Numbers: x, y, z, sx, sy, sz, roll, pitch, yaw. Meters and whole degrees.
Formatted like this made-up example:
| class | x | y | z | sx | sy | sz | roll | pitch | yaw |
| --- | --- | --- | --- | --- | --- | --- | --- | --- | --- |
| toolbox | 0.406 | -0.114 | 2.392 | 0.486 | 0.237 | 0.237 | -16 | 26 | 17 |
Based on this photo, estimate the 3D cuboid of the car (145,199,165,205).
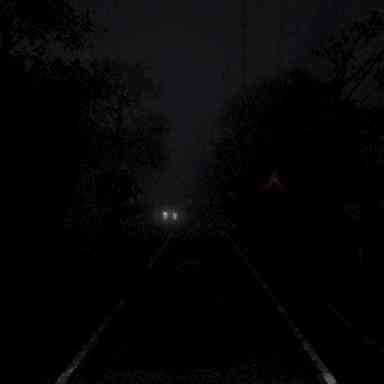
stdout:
| class | x | y | z | sx | sy | sz | roll | pitch | yaw |
| --- | --- | --- | --- | --- | --- | --- | --- | --- | --- |
| car | -9.550 | 2.558 | 86.747 | 5.008 | 1.535 | 2.097 | 0 | -2 | 0 |

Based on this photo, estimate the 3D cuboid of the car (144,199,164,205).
| class | x | y | z | sx | sy | sz | roll | pitch | yaw |
| --- | --- | --- | --- | --- | --- | --- | --- | --- | --- |
| car | -9.567 | 2.462 | 83.977 | 4.892 | 1.521 | 2.231 | 0 | -2 | 0 |

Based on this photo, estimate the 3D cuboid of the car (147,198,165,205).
| class | x | y | z | sx | sy | sz | roll | pitch | yaw |
| --- | --- | --- | --- | --- | --- | --- | --- | --- | --- |
| car | -9.557 | 2.539 | 89.527 | 4.553 | 1.767 | 2.185 | 0 | -2 | 0 |

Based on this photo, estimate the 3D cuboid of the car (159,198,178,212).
| class | x | y | z | sx | sy | sz | roll | pitch | yaw |
| --- | --- | --- | --- | --- | --- | --- | --- | --- | --- |
| car | -2.792 | 1.932 | 44.786 | 2.033 | 1.411 | 5.357 | 0 | 0 | 1 |

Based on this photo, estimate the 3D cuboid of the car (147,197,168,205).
| class | x | y | z | sx | sy | sz | roll | pitch | yaw |
| --- | --- | --- | --- | --- | --- | --- | --- | --- | --- |
| car | -9.480 | 2.524 | 92.301 | 5.566 | 2.045 | 2.435 | 0 | -2 | 0 |

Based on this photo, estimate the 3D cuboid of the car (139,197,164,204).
| class | x | y | z | sx | sy | sz | roll | pitch | yaw |
| --- | --- | --- | --- | --- | --- | --- | --- | --- | --- |
| car | -9.393 | 2.369 | 81.208 | 5.366 | 1.575 | 1.946 | 0 | -2 | 0 |
